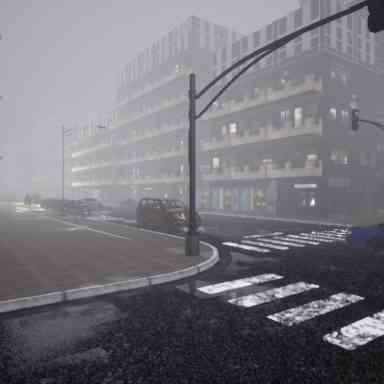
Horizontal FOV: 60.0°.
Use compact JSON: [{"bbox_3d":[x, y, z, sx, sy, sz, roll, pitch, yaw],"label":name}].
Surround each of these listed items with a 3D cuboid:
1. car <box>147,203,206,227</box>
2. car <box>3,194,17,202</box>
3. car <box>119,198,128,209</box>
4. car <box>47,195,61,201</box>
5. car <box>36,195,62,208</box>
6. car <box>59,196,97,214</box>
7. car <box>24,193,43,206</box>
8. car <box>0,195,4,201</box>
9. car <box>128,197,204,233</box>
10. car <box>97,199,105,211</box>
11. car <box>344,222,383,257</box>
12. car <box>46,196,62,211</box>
[{"bbox_3d":[-1.201,1.535,23.597,1.895,1.301,4.718,0,0,-36],"label":"car"},{"bbox_3d":[-38.029,1.409,70.181,1.802,1.307,4.206,0,0,-36],"label":"car"},{"bbox_3d":[-8.023,1.459,42.941,1.802,1.307,4.206,0,0,-36],"label":"car"},{"bbox_3d":[-31.233,1.373,75.086,2.008,1.369,4.403,0,0,-36],"label":"car"},{"bbox_3d":[-18.134,1.433,42.628,1.947,1.339,4.313,0,0,-36],"label":"car"},{"bbox_3d":[-11.501,1.441,33.441,1.887,1.381,4.507,0,0,-36],"label":"car"},{"bbox_3d":[-24.764,1.159,51.811,2.192,1.841,5.009,0,0,-36],"label":"car"},{"bbox_3d":[-41.345,1.266,74.773,1.967,1.590,4.097,0,0,-36],"label":"car"},{"bbox_3d":[-1.552,1.260,19.663,2.192,1.841,5.009,0,0,-36],"label":"car"},{"bbox_3d":[-11.448,1.411,37.822,1.812,1.442,4.674,0,0,-36],"label":"car"},{"bbox_3d":[7.937,1.548,10.943,2.033,1.411,5.357,0,0,-36],"label":"car"},{"bbox_3d":[-14.817,1.448,38.034,1.947,1.339,4.313,0,0,-36],"label":"car"}]
